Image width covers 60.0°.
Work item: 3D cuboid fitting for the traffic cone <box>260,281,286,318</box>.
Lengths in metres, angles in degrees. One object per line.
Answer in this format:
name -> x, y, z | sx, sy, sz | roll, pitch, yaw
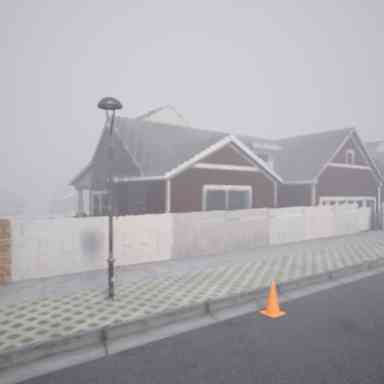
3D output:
traffic cone -> 1.500, 1.947, 6.152 | 0.340, 0.580, 0.340 | 0, 0, -36
